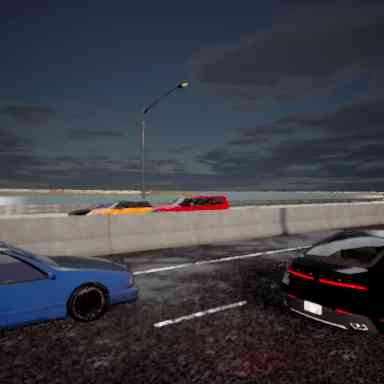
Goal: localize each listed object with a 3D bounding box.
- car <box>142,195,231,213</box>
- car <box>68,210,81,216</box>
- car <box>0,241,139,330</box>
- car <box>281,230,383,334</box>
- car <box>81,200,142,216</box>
[{"bbox_3d":[-0.017,1.220,21.025,5.566,2.045,2.150,0,0,-35],"label":"car"},{"bbox_3d":[-6.479,1.546,25.064,5.357,1.411,2.033,0,0,-35],"label":"car"},{"bbox_3d":[-3.624,1.546,5.458,5.357,1.411,2.033,0,0,-35],"label":"car"},{"bbox_3d":[3.808,1.505,6.446,4.892,1.490,1.837,0,0,-35],"label":"car"},{"bbox_3d":[-4.611,1.350,22.103,4.553,1.767,2.097,0,0,-35],"label":"car"}]
